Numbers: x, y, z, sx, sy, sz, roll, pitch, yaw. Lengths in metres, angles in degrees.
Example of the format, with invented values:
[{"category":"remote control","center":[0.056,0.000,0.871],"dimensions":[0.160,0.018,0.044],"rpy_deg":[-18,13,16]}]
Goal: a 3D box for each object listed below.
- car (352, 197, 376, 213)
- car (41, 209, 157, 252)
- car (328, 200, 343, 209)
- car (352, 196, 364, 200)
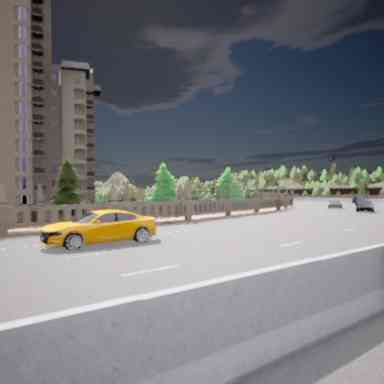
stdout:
[{"category":"car","center":[19.693,1.609,37.709],"dimensions":[2.033,1.411,5.357],"rpy_deg":[0,0,28]},{"category":"car","center":[-3.885,1.526,14.508],"dimensions":[5.008,1.535,1.882],"rpy_deg":[0,0,-40]},{"category":"car","center":[20.586,1.736,47.712],"dimensions":[1.895,1.301,4.718],"rpy_deg":[-1,-1,22]},{"category":"car","center":[32.777,1.540,64.766],"dimensions":[2.097,1.767,4.553],"rpy_deg":[-1,0,10]}]
